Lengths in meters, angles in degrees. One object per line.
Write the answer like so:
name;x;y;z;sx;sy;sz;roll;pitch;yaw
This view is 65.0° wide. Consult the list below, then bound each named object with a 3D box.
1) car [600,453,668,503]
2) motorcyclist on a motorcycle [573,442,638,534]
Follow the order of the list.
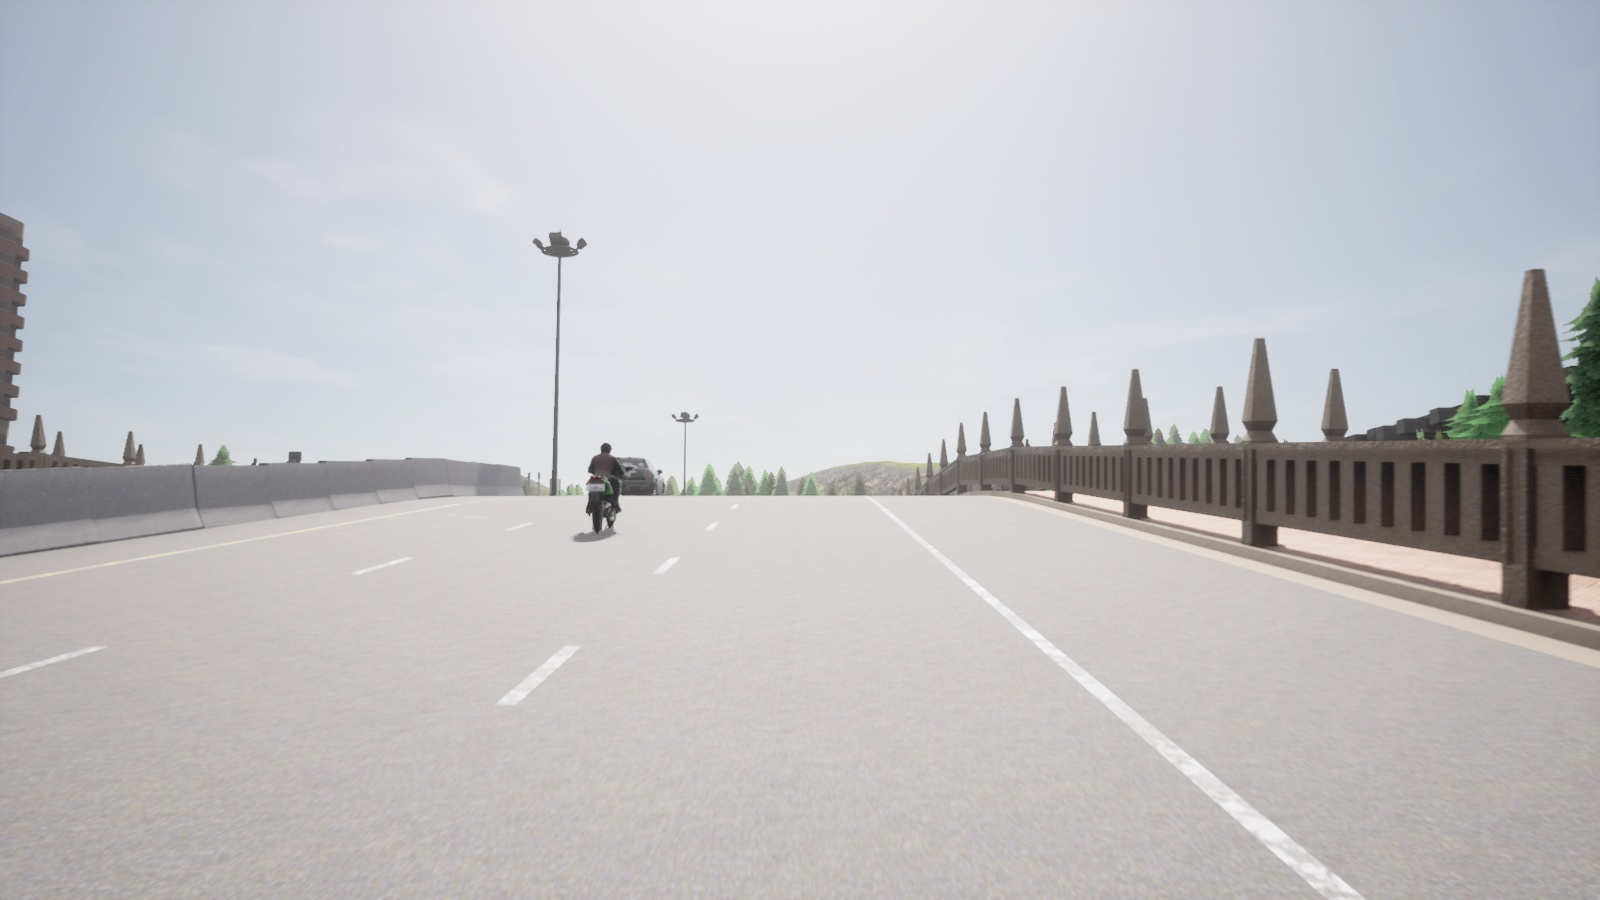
car;-6.690;1.179;51.011;2.097;1.767;4.553;0;-4;0
motorcyclist on a motorcycle;-3.358;0.635;21.864;0.797;1.523;2.044;0;0;0
